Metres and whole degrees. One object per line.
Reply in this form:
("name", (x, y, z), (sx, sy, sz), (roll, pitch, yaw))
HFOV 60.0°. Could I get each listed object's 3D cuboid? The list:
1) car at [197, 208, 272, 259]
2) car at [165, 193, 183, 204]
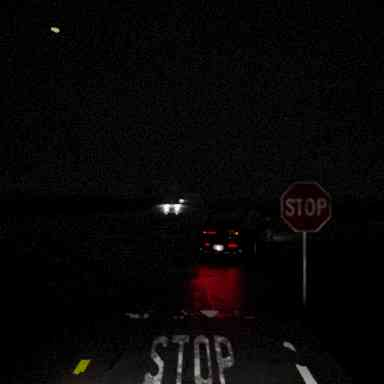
("car", (1.677, 1.345, 12.141), (1.837, 1.490, 4.892), (-1, 1, 21))
("car", (-2.742, 1.010, 46.843), (1.895, 1.301, 4.718), (0, 1, 1))
